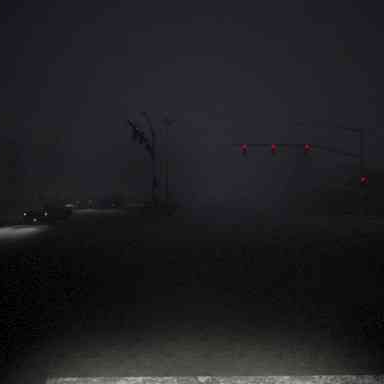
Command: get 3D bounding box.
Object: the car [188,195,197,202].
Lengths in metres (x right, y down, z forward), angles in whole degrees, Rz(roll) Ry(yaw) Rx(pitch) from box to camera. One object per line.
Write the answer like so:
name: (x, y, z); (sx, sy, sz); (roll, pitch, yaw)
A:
car: (0.131, 1.485, 78.185); (1.994, 1.385, 4.181); (0, 0, 0)

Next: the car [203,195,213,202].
car: (3.631, 1.458, 78.214); (2.128, 1.511, 4.902); (0, 0, 0)

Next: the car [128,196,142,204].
car: (-10.466, 1.474, 60.621); (1.812, 1.442, 4.674); (0, 0, 0)

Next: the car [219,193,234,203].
car: (7.210, 1.163, 67.134); (2.150, 2.045, 5.566); (0, 0, 0)

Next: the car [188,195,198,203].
car: (0.214, 1.448, 67.657); (1.837, 1.490, 4.892); (0, 0, 0)

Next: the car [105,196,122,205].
car: (-13.973, 1.428, 59.292); (1.882, 1.535, 5.008); (0, 0, 0)

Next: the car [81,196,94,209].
car: (-14.022, 1.316, 44.913); (2.097, 1.767, 4.553); (0, 0, 0)

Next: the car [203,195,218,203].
car: (3.711, 1.448, 66.991); (1.837, 1.490, 4.892); (0, 0, 0)

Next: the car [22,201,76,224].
car: (-10.559, 1.583, 24.584); (1.895, 1.301, 4.718); (0, 0, 0)

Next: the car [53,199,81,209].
car: (-14.041, 1.519, 35.483); (2.033, 1.411, 5.357); (0, 0, 0)

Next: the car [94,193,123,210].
car: (-10.543, 1.185, 43.337); (2.150, 2.045, 5.566); (0, 0, 0)
